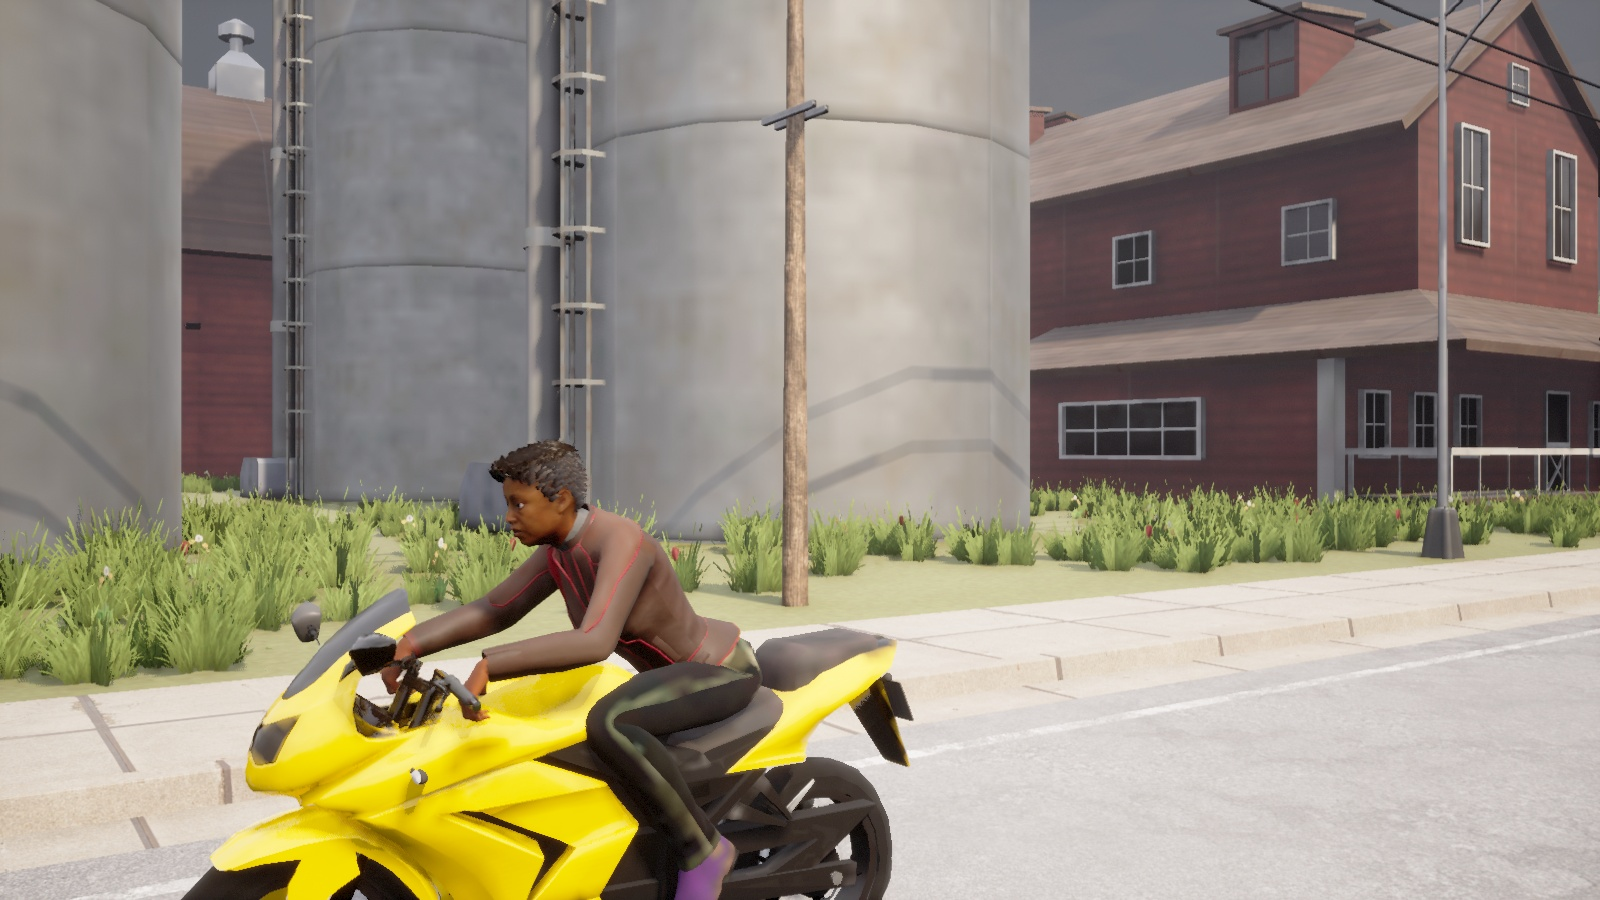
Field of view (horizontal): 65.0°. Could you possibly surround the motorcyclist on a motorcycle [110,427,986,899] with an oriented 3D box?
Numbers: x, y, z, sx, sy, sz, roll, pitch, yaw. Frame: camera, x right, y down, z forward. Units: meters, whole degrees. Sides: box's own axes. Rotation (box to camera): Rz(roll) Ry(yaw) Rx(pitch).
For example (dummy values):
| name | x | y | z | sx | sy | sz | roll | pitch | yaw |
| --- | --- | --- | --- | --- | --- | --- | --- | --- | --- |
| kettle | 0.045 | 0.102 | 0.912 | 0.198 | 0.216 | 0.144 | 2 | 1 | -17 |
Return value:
| name | x | y | z | sx | sy | sz | roll | pitch | yaw |
| --- | --- | --- | --- | --- | --- | --- | --- | --- | --- |
| motorcyclist on a motorcycle | -0.565 | 0.736 | 3.224 | 2.044 | 1.523 | 0.797 | 1 | -1 | -34 |
